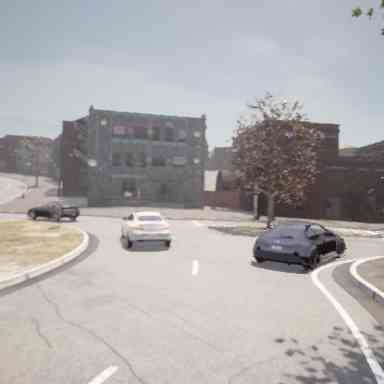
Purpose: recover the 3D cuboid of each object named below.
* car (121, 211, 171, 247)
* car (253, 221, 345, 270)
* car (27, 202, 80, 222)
[{"bbox_3d":[-2.188,1.617,15.437,1.812,1.442,4.674,1,-1,-16],"label":"car"},{"bbox_3d":[3.927,1.741,11.886,1.994,1.385,4.181,0,-1,40],"label":"car"},{"bbox_3d":[-11.231,1.547,26.923,4.902,1.511,2.128,0,-1,29],"label":"car"}]
